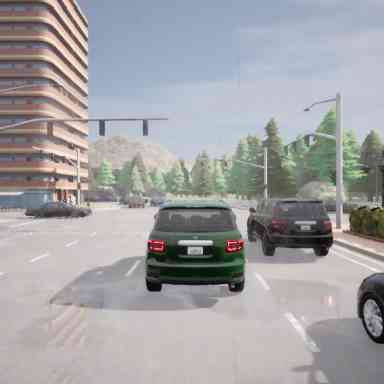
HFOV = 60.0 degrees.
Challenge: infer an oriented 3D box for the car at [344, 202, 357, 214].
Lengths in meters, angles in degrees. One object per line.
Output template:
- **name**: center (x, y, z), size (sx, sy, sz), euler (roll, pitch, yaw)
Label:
- **car**: center (14.956, 1.603, 35.793), size (5.357, 1.411, 2.033), euler (0, 0, 4)

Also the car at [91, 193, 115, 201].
- **car**: center (-22.040, 1.225, 82.067), size (5.566, 2.045, 2.150), euler (0, 0, 24)

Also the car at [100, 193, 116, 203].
- **car**: center (-17.616, 1.553, 70.946), size (4.181, 1.385, 1.994), euler (0, 0, 41)

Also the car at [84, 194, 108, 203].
- **car**: center (-19.885, 1.595, 68.272), size (4.718, 1.301, 1.895), euler (0, 0, 41)

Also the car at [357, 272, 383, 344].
- **car**: center (3.608, 1.505, 3.515), size (1.837, 1.490, 4.892), euler (0, 0, 0)

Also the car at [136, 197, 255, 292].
- **car**: center (0.087, 1.221, 9.077), size (2.150, 2.045, 5.566), euler (0, 0, 0)

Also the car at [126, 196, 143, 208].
- **car**: center (-7.922, 1.352, 47.258), size (2.097, 1.767, 4.553), euler (0, 0, -13)

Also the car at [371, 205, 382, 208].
- **car**: center (19.221, 1.656, 32.270), size (4.718, 1.301, 1.895), euler (0, 0, 1)

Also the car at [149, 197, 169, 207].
- **car**: center (-5.307, 1.547, 52.079), size (2.033, 1.411, 5.357), euler (0, 0, -18)

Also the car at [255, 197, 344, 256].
- **car**: center (3.614, 1.221, 13.212), size (2.150, 2.045, 5.566), euler (0, 0, 0)

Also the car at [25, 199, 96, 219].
- **car**: center (-11.509, 1.594, 28.858), size (5.357, 1.411, 2.033), euler (0, 0, 1)

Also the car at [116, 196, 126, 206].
- **car**: center (-11.013, 1.505, 56.746), size (1.837, 1.490, 4.892), euler (0, 0, -28)

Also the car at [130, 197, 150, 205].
- **car**: center (-9.641, 1.601, 61.525), size (1.895, 1.301, 4.718), euler (0, 0, -32)
